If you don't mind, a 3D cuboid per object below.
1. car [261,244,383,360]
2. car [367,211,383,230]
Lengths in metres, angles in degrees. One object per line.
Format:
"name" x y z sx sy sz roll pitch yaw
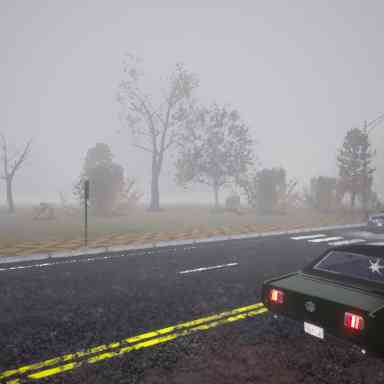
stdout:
"car" 3.494 1.600 5.795 4.718 1.301 1.895 0 0 -35
"car" 12.280 1.518 19.515 4.674 1.442 1.812 0 0 -32
